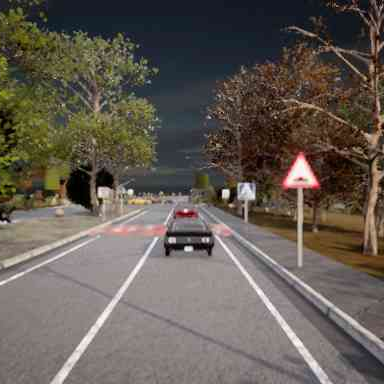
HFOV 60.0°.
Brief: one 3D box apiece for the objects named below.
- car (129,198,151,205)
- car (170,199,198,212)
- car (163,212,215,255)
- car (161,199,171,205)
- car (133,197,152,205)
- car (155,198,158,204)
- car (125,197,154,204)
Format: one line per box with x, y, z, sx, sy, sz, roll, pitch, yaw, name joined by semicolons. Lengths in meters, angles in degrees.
-12.269;2.230;78.986;4.892;1.521;2.231;0;-2;-2;car
-0.563;1.579;29.098;2.097;1.767;4.553;0;0;-1;car
-0.157;1.771;14.137;1.895;1.301;4.718;0;0;-1;car
-4.978;2.118;71.698;1.994;1.385;4.181;0;-1;-2;car
-12.443;2.290;84.533;4.553;1.767;2.185;0;-2;-2;car
-12.458;2.266;87.309;5.566;2.045;2.435;0;-2;-2;car
-12.004;2.145;76.224;5.366;1.575;1.946;0;-2;-2;car
